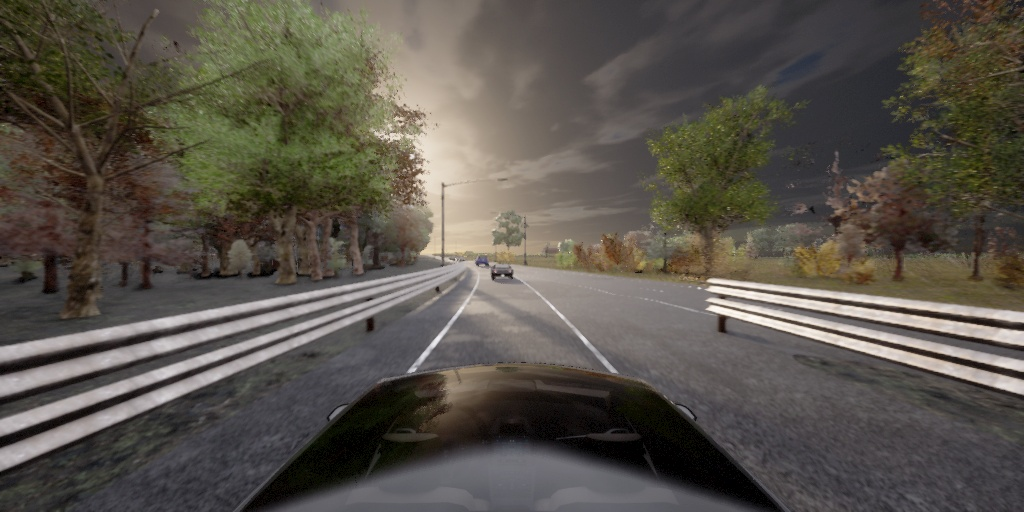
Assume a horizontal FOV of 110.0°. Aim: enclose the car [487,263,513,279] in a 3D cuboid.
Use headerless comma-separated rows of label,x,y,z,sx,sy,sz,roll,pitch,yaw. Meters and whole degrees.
car,-1.004,1.353,32.631,1.895,1.301,4.718,0,0,-5
